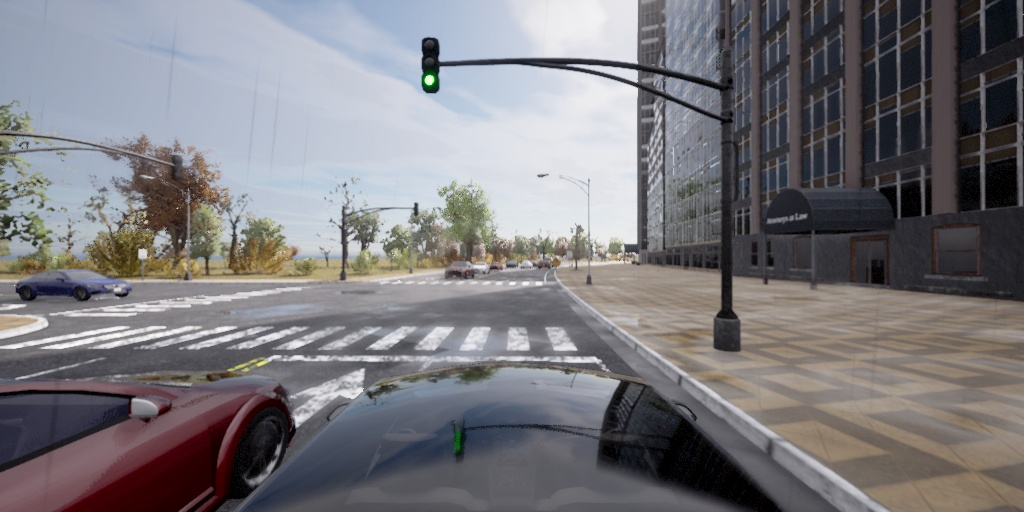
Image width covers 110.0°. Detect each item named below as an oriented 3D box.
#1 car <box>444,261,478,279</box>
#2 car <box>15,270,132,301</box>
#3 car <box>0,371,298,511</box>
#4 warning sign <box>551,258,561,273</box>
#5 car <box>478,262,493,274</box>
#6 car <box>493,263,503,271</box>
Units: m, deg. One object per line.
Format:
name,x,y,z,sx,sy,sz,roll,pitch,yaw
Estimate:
car,-5.004,1.282,34.708,2.097,1.767,4.553,0,0,6
car,-21.680,1.410,17.764,4.674,1.442,1.812,0,0,4
car,-3.109,1.314,1.827,1.994,1.385,4.181,0,0,0
warning sign,5.382,1.101,43.652,1.300,1.860,1.060,0,0,7
car,-3.950,1.513,44.774,1.812,1.442,4.674,0,0,7
car,-2.615,1.647,54.841,1.895,1.301,4.718,0,0,9
